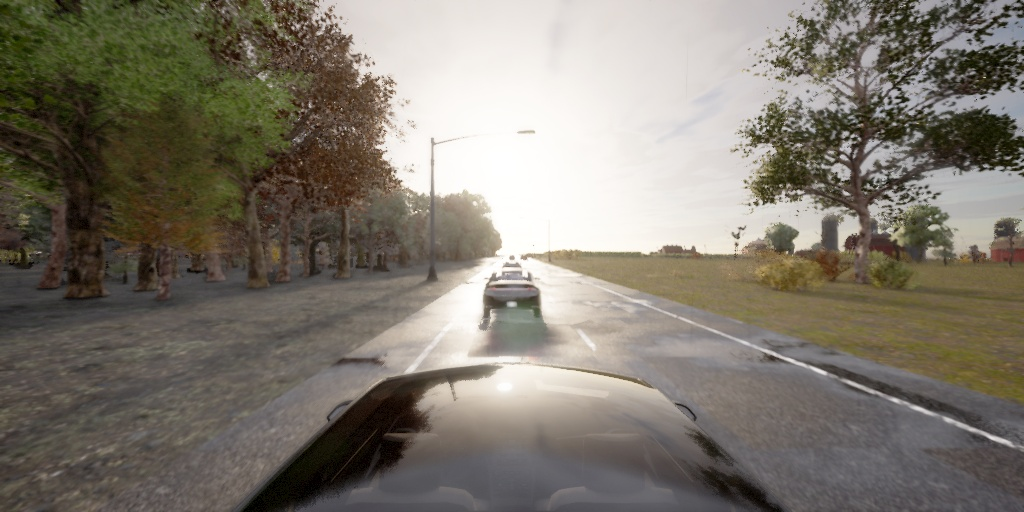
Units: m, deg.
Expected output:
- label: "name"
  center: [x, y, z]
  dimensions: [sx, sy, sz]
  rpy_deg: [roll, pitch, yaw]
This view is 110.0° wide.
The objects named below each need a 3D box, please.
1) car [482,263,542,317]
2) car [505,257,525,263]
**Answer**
- label: "car"
  center: [0.001, 1.177, 12.782]
  dimensions: [2.128, 1.511, 4.902]
  rpy_deg: [0, 0, 0]
- label: "car"
  center: [0.009, 1.095, 34.319]
  dimensions: [1.994, 1.385, 4.181]
  rpy_deg: [0, 0, 0]
